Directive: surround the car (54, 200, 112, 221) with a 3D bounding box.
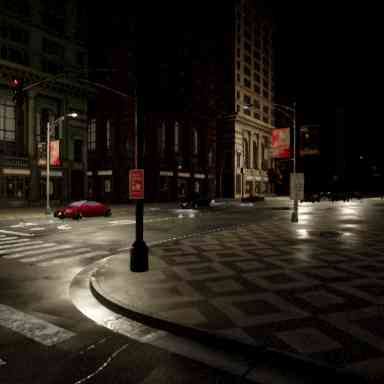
[{"bbox_3d":[-7.997,1.311,24.630,1.994,1.385,4.181,0,1,35],"label":"car"}]

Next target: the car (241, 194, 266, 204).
[{"bbox_3d":[8.894,0.979,48.310,1.895,1.301,4.718,0,1,36],"label":"car"}]

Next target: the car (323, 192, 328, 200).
[{"bbox_3d":[22.983,0.714,56.673,2.128,1.511,4.902,0,1,35],"label":"car"}]

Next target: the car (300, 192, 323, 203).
[{"bbox_3d":[17.242,0.912,48.590,1.994,1.385,4.181,0,1,35],"label":"car"}]

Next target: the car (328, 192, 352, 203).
[{"bbox_3d":[22.439,0.834,50.303,1.812,1.442,4.674,0,1,36],"label":"car"}]

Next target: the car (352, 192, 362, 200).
[{"bbox_3d":[29.593,0.676,60.380,1.812,1.442,4.674,0,1,35],"label":"car"}]

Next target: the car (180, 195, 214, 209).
[{"bbox_3d":[0.599,1.063,36.724,1.837,1.490,4.892,0,1,35],"label":"car"}]
